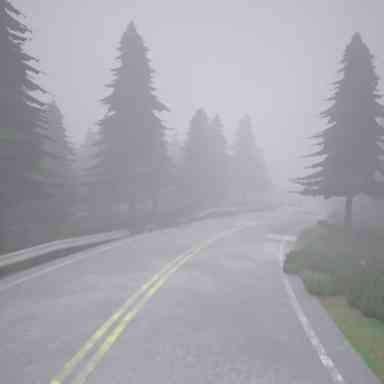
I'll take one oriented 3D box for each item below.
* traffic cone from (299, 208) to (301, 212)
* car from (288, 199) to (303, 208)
[{"bbox_3d":[12.275,2.153,38.840,0.340,0.580,0.340,3,1,26],"label":"traffic cone"},{"bbox_3d":[16.609,1.774,53.162,2.033,1.411,5.357,2,1,24],"label":"car"}]
